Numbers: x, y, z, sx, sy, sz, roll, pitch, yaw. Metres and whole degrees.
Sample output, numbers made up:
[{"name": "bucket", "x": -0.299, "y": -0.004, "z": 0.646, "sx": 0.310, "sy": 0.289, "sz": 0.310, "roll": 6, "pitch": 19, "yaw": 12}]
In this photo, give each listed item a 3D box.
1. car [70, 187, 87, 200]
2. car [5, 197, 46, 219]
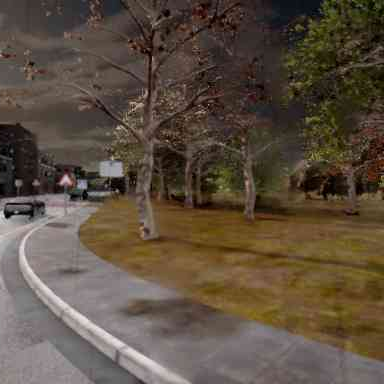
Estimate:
[{"name": "car", "x": -18.137, "y": 0.163, "z": 53.358, "sx": 2.150, "sy": 2.045, "sz": 5.566, "roll": 1, "pitch": 1, "yaw": -11}, {"name": "car", "x": -12.215, "y": 1.095, "z": 24.587, "sx": 2.128, "sy": 1.511, "sz": 4.902, "roll": 1, "pitch": 1, "yaw": -12}]
